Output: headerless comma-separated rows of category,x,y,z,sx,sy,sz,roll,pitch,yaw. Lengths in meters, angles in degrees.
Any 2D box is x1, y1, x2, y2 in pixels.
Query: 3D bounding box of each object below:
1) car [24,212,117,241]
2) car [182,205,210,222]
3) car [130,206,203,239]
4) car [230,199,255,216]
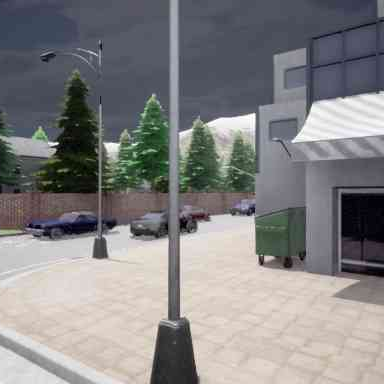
car,-6.553,1.777,18.317,1.895,1.301,4.718,0,0,37
car,-0.309,1.740,26.736,1.994,1.385,4.181,0,0,37
car,-1.509,1.740,18.907,1.994,1.385,4.181,0,0,36
car,5.884,1.528,35.091,2.097,1.767,4.553,0,0,37
